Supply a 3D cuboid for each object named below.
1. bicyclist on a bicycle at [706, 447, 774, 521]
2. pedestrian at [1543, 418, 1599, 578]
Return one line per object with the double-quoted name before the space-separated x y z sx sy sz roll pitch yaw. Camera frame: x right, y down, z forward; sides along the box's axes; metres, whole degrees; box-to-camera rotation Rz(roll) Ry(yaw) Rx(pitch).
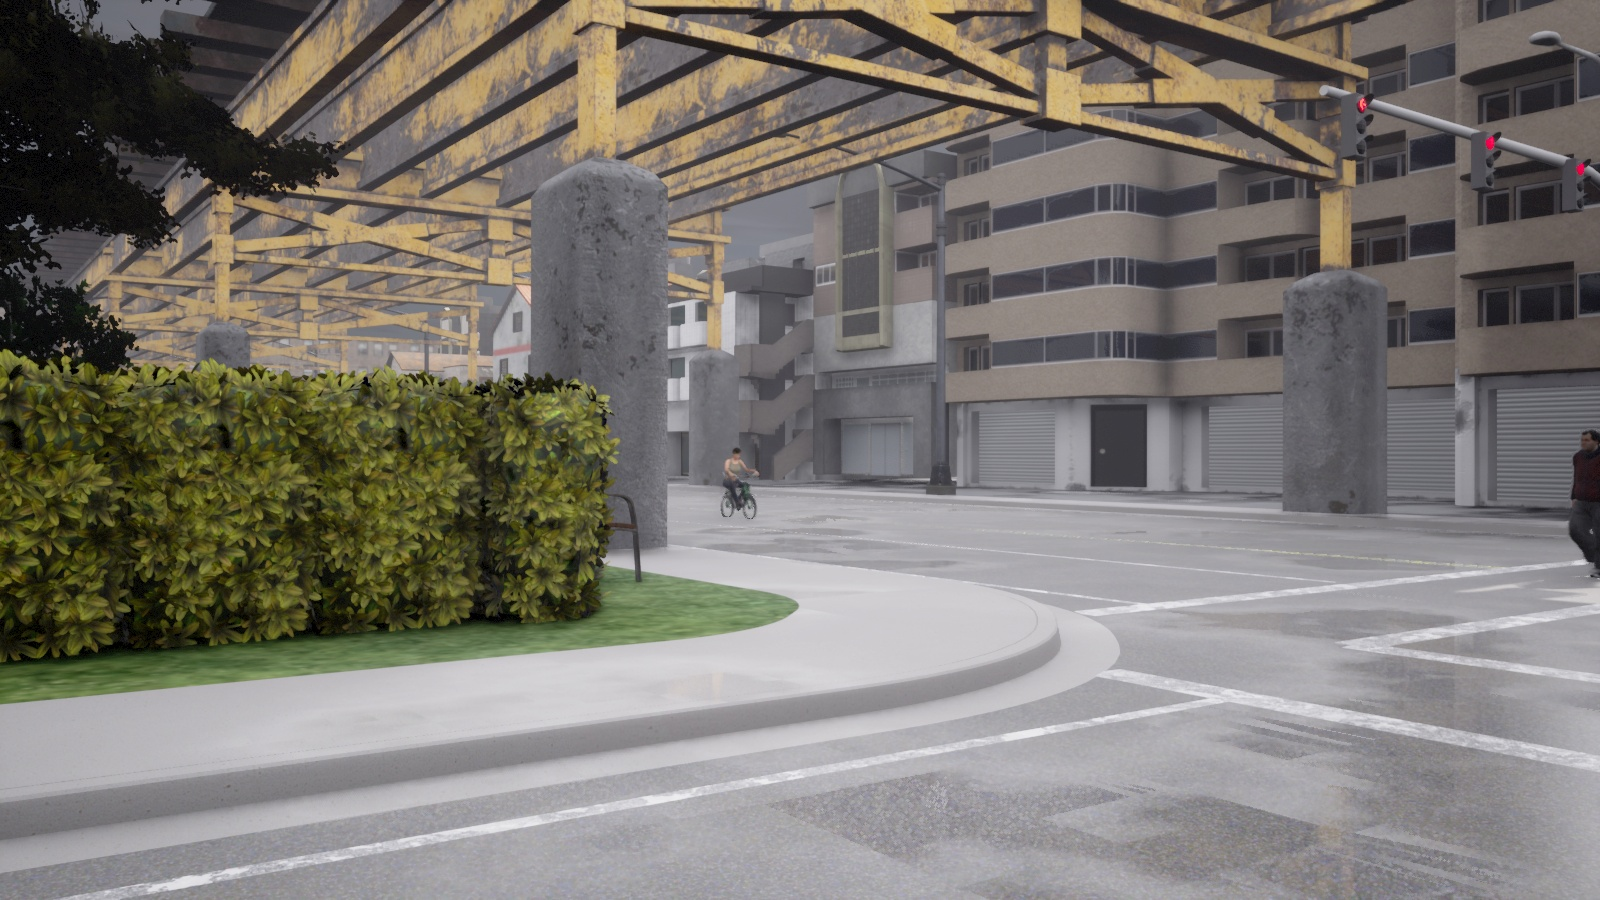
"bicyclist on a bicycle" -1.357 0.752 28.217 0.866 1.612 1.509 0 0 -35
"pedestrian" 9.485 0.557 14.953 0.899 1.844 0.634 0 0 -14
